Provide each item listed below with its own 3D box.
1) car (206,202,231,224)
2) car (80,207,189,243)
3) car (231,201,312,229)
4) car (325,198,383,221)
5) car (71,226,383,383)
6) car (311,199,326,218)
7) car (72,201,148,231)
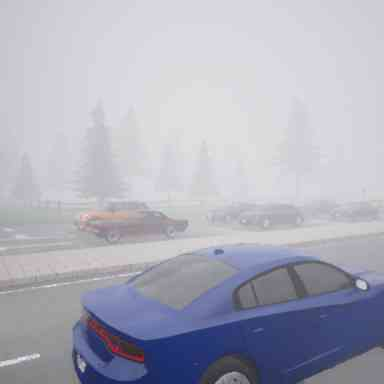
[{"bbox_3d":[3.260,1.436,24.001,4.902,1.511,2.128,0,0,-33],"label":"car"},{"bbox_3d":[-2.607,1.574,15.999,4.718,1.301,1.895,0,0,-33],"label":"car"},{"bbox_3d":[5.097,1.451,21.018,4.892,1.490,1.837,0,0,-33],"label":"car"},{"bbox_3d":[12.857,1.446,26.071,4.674,1.442,1.812,0,0,-33],"label":"car"},{"bbox_3d":[1.028,1.466,4.520,5.008,1.535,1.882,0,0,-33],"label":"car"},{"bbox_3d":[11.128,1.409,29.123,4.902,1.511,2.128,0,0,-33],"label":"car"},{"bbox_3d":[-4.405,1.323,19.005,4.553,1.767,2.097,0,0,-33],"label":"car"}]
